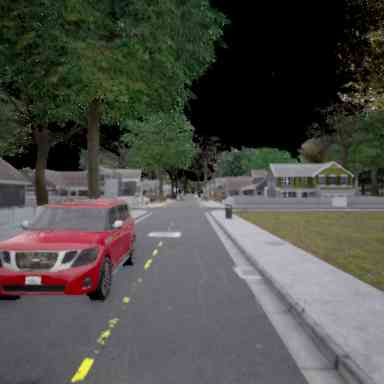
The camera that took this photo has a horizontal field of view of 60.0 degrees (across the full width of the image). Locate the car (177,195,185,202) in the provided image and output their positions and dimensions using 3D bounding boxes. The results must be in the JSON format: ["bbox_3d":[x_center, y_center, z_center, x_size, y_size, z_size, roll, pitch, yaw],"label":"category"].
[{"bbox_3d":[-2.774,1.664,84.959,1.837,1.490,4.892,0,0,0],"label":"car"}]

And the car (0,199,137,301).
[{"bbox_3d":[-2.852,1.239,8.727,2.150,2.045,5.566,0,0,0],"label":"car"}]
